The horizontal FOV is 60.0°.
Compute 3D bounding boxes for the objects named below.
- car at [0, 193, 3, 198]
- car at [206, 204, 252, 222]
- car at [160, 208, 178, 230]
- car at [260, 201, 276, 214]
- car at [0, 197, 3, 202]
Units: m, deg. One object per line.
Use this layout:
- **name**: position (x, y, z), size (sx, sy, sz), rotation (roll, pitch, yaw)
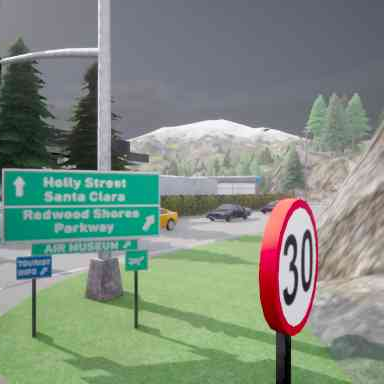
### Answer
- **car**: position (-38.568, 1.490, 69.998), size (4.514, 1.523, 2.007), rotation (0, 0, 35)
- **car**: position (3.359, 1.739, 29.098), size (2.033, 1.411, 5.357), rotation (0, 0, 36)
- **car**: position (-2.912, 1.669, 20.479), size (1.882, 1.535, 5.008), rotation (0, 0, 36)
- **car**: position (9.646, 1.739, 37.713), size (2.033, 1.411, 5.357), rotation (0, 0, 36)
- **car**: position (-12.368, 1.505, 26.054), size (1.905, 1.878, 3.866), rotation (0, 0, 35)
